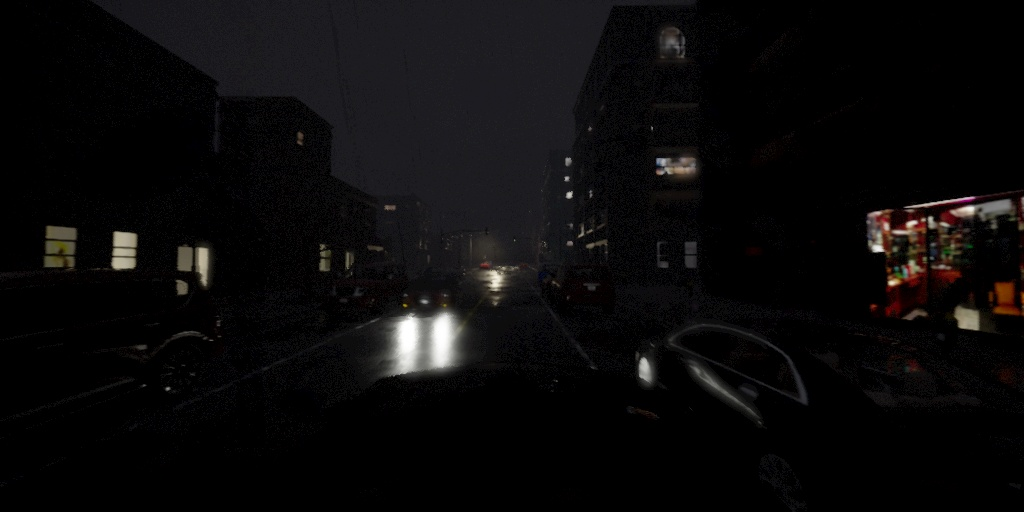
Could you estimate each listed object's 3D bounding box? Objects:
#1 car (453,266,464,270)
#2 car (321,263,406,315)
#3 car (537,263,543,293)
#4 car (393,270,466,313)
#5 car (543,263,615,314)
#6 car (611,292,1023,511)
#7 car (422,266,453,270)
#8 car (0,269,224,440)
[{"bbox_3d":[-5.679,1.698,36.220,2.007,1.370,4.403,0,0,0],"label":"car"},{"bbox_3d":[-5.685,1.213,14.593,2.192,1.841,5.009,0,0,0],"label":"car"},{"bbox_3d":[2.697,1.400,19.990,1.967,1.591,4.097,0,0,0],"label":"car"},{"bbox_3d":[-3.095,1.464,14.738,1.994,1.385,4.181,0,-1,0],"label":"car"},{"bbox_3d":[2.696,1.213,14.583,2.192,1.841,5.009,0,0,0],"label":"car"},{"bbox_3d":[2.693,1.324,3.770,2.007,1.370,4.403,0,0,0],"label":"car"},{"bbox_3d":[-5.681,1.463,25.407,1.967,1.591,4.097,0,0,0],"label":"car"},{"bbox_3d":[-5.688,1.089,3.779,2.192,1.841,5.009,0,0,0],"label":"car"}]
